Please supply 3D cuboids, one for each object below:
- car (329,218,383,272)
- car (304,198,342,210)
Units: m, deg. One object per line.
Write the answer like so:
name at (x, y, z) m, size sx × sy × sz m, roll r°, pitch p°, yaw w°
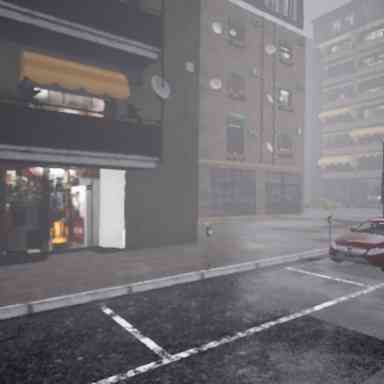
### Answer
car at (6.052, 1.512, 10.404) m, size 4.206 × 1.307 × 1.802 m, roll 0°, pitch 1°, yaw -36°
car at (15.935, 1.448, 40.986) m, size 1.752 × 1.417 × 4.829 m, roll 1°, pitch -1°, yaw -35°
